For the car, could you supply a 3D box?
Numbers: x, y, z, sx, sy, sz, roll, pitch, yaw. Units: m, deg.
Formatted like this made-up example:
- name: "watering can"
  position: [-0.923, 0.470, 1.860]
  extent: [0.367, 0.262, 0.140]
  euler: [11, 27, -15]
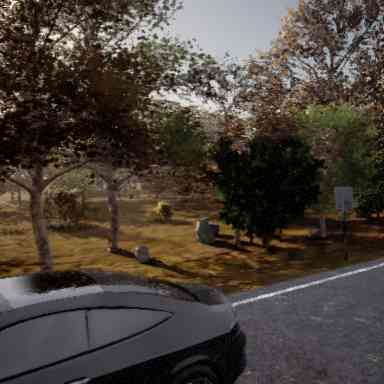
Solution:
- name: "car"
  position: [-1.552, 1.526, 2.884]
  extent: [4.674, 1.442, 1.812]
  euler: [0, 0, -35]
